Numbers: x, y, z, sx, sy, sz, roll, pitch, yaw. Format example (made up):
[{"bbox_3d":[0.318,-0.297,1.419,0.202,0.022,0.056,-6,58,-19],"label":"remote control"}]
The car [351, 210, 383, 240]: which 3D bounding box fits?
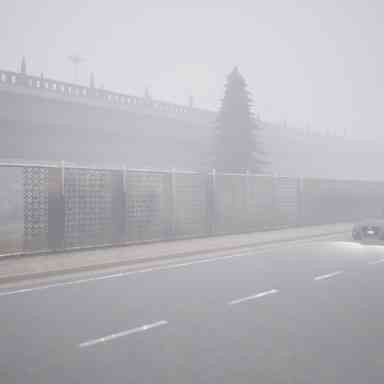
[{"bbox_3d":[9.320,1.567,15.631,4.181,1.385,1.994,0,0,-38],"label":"car"}]
